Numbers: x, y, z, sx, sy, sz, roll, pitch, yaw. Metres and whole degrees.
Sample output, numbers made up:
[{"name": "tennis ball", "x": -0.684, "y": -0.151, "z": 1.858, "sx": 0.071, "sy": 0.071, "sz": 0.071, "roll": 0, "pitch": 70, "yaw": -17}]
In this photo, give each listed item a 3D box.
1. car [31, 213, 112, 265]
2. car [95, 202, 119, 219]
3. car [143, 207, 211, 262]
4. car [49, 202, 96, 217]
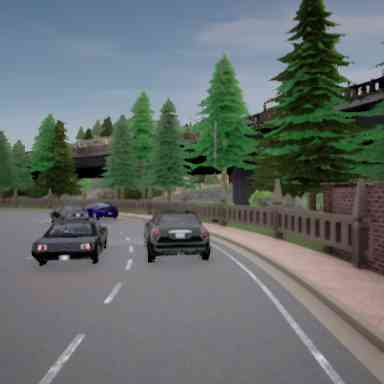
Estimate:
[{"name": "car", "x": -4.114, "y": 1.656, "z": 11.980, "sx": 1.895, "sy": 1.301, "sz": 4.718, "roll": 0, "pitch": 0, "yaw": -10}, {"name": "car", "x": -8.291, "y": 1.613, "z": 29.468, "sx": 1.882, "sy": 1.535, "sz": 5.008, "roll": 1, "pitch": 0, "yaw": -39}, {"name": "car", "x": -0.732, "y": 1.410, "z": 12.659, "sx": 2.097, "sy": 1.767, "sz": 4.553, "roll": 0, "pitch": 0, "yaw": -10}, {"name": "car", "x": -9.301, "y": 1.663, "z": 25.134, "sx": 2.033, "sy": 1.411, "sz": 5.357, "roll": 0, "pitch": 0, "yaw": -34}]
